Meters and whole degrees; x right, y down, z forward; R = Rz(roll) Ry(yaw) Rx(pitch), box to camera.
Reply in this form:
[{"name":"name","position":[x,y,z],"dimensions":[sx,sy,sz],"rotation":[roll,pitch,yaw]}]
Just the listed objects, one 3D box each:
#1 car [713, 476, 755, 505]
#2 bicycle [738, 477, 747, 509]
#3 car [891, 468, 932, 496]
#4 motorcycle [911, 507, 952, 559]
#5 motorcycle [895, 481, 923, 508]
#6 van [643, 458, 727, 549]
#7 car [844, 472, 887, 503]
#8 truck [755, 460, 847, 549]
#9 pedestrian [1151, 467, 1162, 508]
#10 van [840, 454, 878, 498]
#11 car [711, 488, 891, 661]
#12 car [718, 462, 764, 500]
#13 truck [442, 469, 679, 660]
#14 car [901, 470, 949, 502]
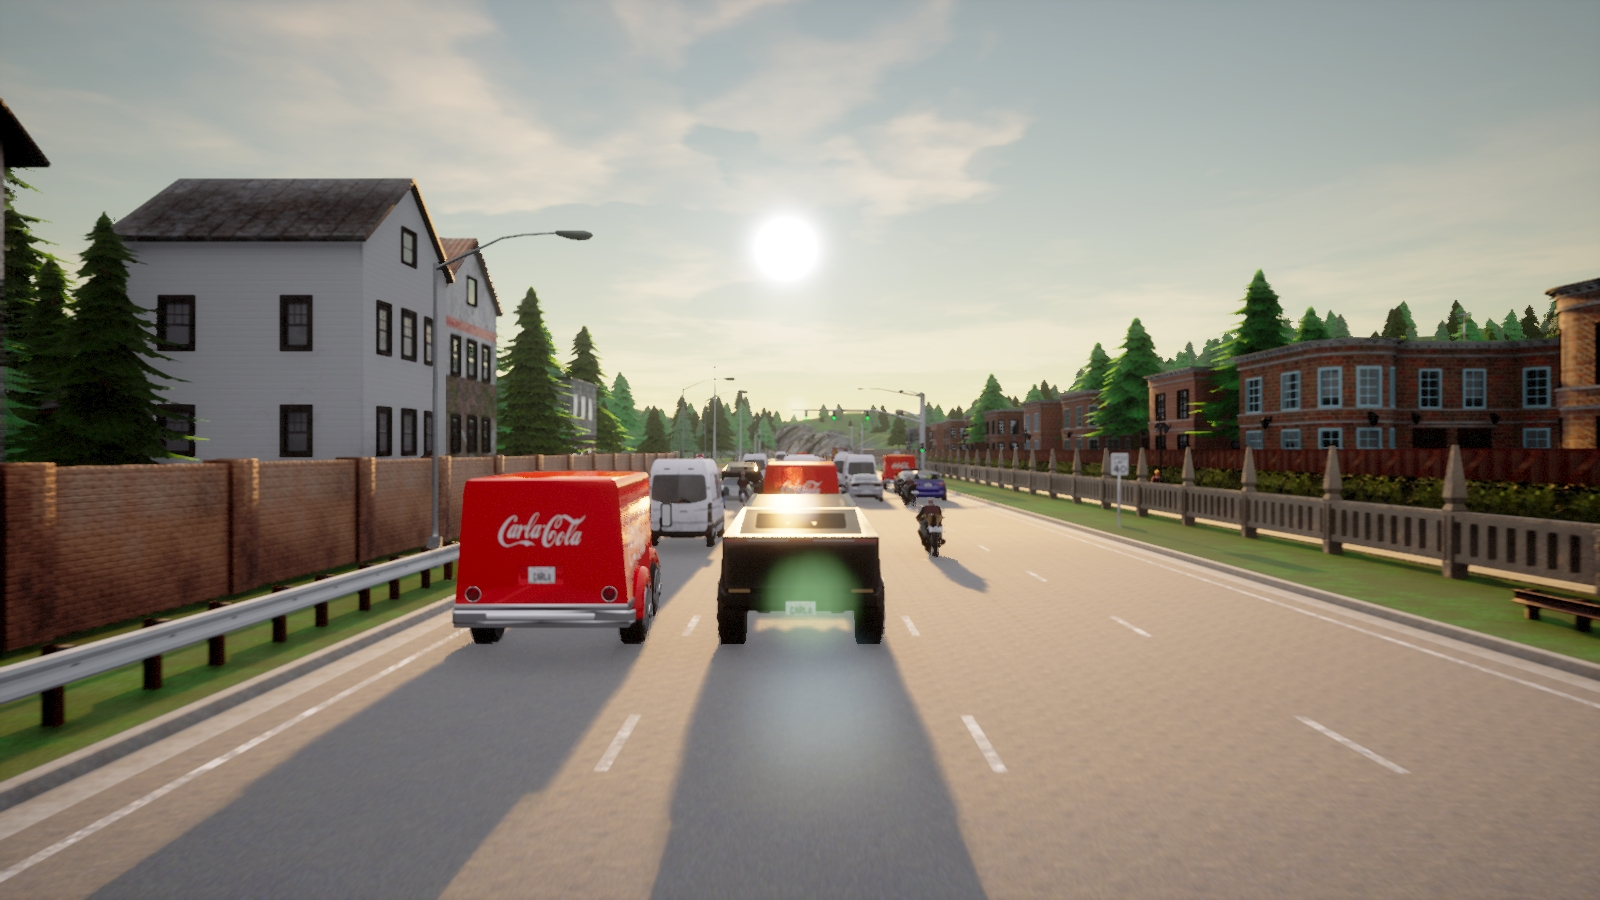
[{"name":"car","position":[-3.475,2.146,60.782],"dimensions":[1.994,1.385,4.181],"rotation":[0,0,0]},{"name":"bicycle","position":[-2.804,2.085,55.789],"dimensions":[0.329,1.471,1.835],"rotation":[0,0,-5]},{"name":"car","position":[7.097,2.015,73.176],"dimensions":[2.097,1.638,5.238],"rotation":[0,0,0]},{"name":"motorcycle","position":[3.561,2.219,31.045],"dimensions":[0.867,1.251,2.209],"rotation":[0,0,0]},{"name":"motorcycle","position":[5.491,2.231,57.502],"dimensions":[0.867,1.251,2.209],"rotation":[0,0,-10]},{"name":"van","position":[-3.461,1.550,35.501],"dimensions":[1.988,2.561,5.915],"rotation":[0,0,0]},{"name":"car","position":[3.585,2.063,63.742],"dimensions":[2.097,1.535,5.006],"rotation":[0,0,0]},{"name":"truck","position":[0.042,1.587,35.366],"dimensions":[2.627,2.467,5.204],"rotation":[0,0,0]},{"name":"pedestrian","position":[16.473,1.725,52.773],"dimensions":[0.375,1.860,0.375],"rotation":[0,0,0]},{"name":"van","position":[3.637,1.566,71.087],"dimensions":[1.988,2.561,5.915],"rotation":[0,0,0]},{"name":"car","position":[0.016,1.762,18.354],"dimensions":[2.390,2.098,6.274],"rotation":[0,0,0]},{"name":"car","position":[-3.410,1.784,67.630],"dimensions":[2.390,2.098,6.274],"rotation":[0,0,0]},{"name":"truck","position":[-3.476,1.576,17.851],"dimensions":[2.627,2.467,5.204],"rotation":[0,0,0]},{"name":"car","position":[7.083,1.997,65.117],"dimensions":[2.242,1.667,4.611],"rotation":[0,0,0]}]
